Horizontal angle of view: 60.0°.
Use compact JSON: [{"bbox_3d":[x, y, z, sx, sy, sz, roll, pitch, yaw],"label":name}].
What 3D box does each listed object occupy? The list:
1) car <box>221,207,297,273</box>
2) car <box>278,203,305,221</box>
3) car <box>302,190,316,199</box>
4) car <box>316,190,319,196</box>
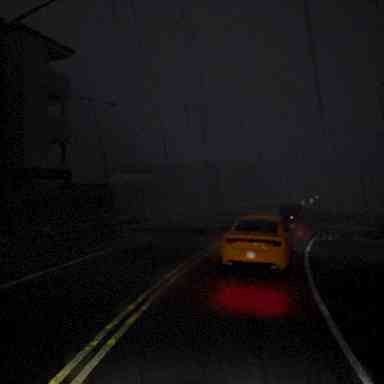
[{"bbox_3d":[2.321,1.486,10.998,1.882,1.535,5.008,1,0,19],"label":"car"},{"bbox_3d":[8.048,1.580,27.398,1.895,1.301,4.718,1,1,12],"label":"car"},{"bbox_3d":[23.281,0.532,66.703,1.837,1.490,4.892,1,2,25],"label":"car"},{"bbox_3d":[29.997,0.243,81.364,1.994,1.385,4.181,1,2,25],"label":"car"}]
